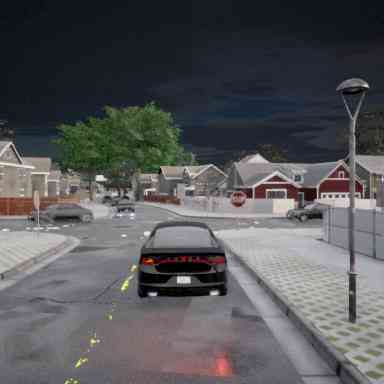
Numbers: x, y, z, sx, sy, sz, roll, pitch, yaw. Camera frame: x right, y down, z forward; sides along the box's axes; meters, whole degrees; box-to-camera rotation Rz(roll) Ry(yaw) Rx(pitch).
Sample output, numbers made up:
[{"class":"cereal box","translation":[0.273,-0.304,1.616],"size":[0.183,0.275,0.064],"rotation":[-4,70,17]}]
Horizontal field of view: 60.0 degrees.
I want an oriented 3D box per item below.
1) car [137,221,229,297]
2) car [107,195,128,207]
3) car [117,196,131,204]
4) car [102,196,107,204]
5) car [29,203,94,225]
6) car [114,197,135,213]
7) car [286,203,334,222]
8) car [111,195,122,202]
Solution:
[{"class":"car","translation":[-0.271,1.476,8.633],"size":[1.882,1.535,5.008],"rotation":[0,0,-3]},{"class":"car","translation":[-11.785,1.571,52.435],"size":[2.033,1.411,5.357],"rotation":[0,0,-19]},{"class":"car","translation":[-13.300,1.513,65.011],"size":[1.837,1.490,4.892],"rotation":[0,0,-21]},{"class":"car","translation":[-17.079,1.538,66.955],"size":[1.837,1.490,4.892],"rotation":[0,0,-21]},{"class":"car","translation":[-9.090,1.471,23.307],"size":[4.181,1.385,1.994],"rotation":[1,2,-38]},{"class":"car","translation":[-7.450,1.563,37.357],"size":[2.033,1.411,5.357],"rotation":[0,0,-14]},{"class":"car","translation":[9.947,1.633,26.981],"size":[4.674,1.442,1.812],"rotation":[1,1,-15]},{"class":"car","translation":[-16.874,1.495,74.471],"size":[1.882,1.535,5.008],"rotation":[0,0,-19]}]
